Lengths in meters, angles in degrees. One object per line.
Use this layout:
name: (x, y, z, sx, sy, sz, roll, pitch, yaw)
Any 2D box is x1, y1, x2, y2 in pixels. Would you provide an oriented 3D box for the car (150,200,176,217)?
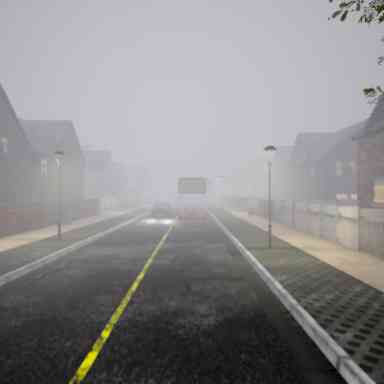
car: (-2.849, 1.678, 31.869, 1.895, 1.301, 4.718, 0, 0, 0)

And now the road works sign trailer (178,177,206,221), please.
road works sign trailer: (0.005, 0.527, 28.127, 2.380, 3.560, 2.880, 0, 0, 0)

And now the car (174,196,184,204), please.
car: (-2.753, 1.713, 73.429, 2.097, 1.767, 4.553, 0, -1, 0)
